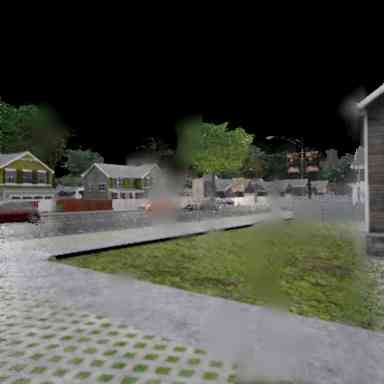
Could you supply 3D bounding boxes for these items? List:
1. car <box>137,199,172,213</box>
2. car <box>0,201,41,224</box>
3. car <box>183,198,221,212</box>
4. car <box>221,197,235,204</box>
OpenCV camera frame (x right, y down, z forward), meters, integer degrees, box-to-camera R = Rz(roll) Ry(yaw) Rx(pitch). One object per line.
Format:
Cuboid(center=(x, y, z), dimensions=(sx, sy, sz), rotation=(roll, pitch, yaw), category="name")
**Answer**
Cuboid(center=(-4.536, 1.600, 40.574), dimensions=(2.097, 1.767, 4.553), rotation=(-1, -1, 37), category="car")
Cuboid(center=(-13.258, 1.457, 23.464), dimensions=(2.097, 1.767, 4.553), rotation=(-1, -1, 37), category="car")
Cuboid(center=(1.135, 1.780, 42.724), dimensions=(2.033, 1.411, 5.357), rotation=(-1, -1, 37), category="car")
Cuboid(center=(5.238, 1.572, 53.519), dimensions=(1.812, 1.442, 4.674), rotation=(-1, -1, 37), category="car")
